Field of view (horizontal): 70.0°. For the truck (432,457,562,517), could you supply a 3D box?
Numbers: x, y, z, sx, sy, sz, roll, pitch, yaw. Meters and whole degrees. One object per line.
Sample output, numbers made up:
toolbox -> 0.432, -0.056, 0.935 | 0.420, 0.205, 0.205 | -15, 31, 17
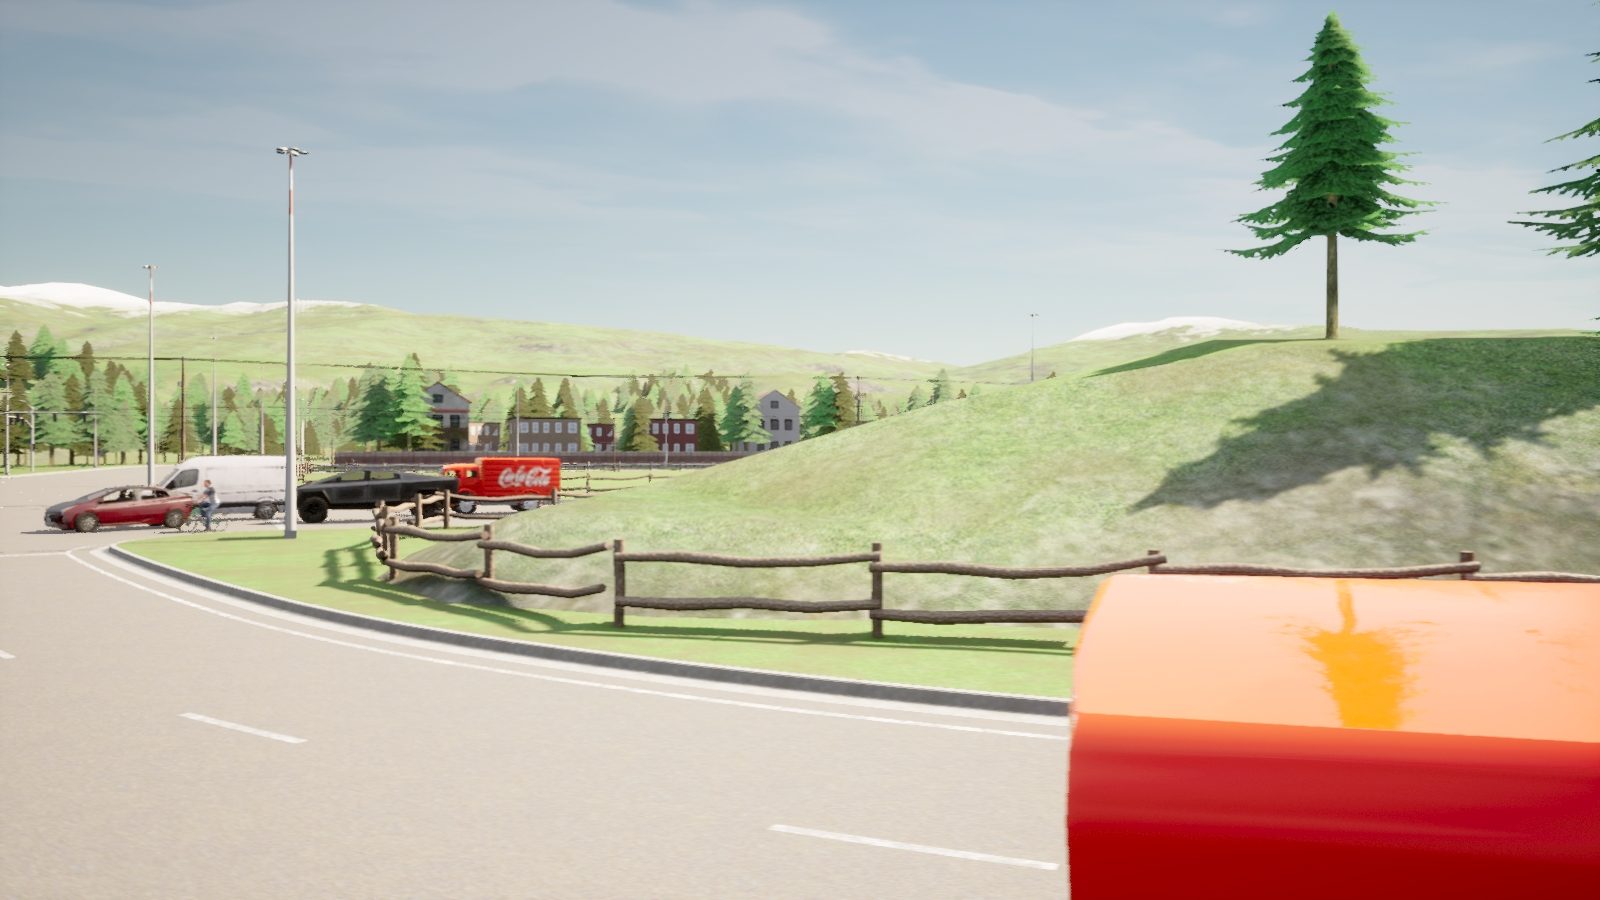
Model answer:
truck -> -13.310, 1.565, 50.188 | 5.204, 2.467, 2.627 | 0, 0, -23

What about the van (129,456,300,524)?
van -> -23.235, 1.526, 45.436 | 5.915, 2.561, 1.988 | 0, -1, -32

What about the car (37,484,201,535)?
car -> -23.693, 2.031, 39.906 | 2.007, 1.525, 4.514 | 0, 0, 39

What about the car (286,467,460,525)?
car -> -16.739, 1.748, 44.877 | 6.274, 2.098, 2.390 | 0, 0, -23

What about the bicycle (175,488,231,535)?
bicycle -> -20.132, 2.049, 38.542 | 0.373, 1.496, 1.643 | 4, 3, 42
